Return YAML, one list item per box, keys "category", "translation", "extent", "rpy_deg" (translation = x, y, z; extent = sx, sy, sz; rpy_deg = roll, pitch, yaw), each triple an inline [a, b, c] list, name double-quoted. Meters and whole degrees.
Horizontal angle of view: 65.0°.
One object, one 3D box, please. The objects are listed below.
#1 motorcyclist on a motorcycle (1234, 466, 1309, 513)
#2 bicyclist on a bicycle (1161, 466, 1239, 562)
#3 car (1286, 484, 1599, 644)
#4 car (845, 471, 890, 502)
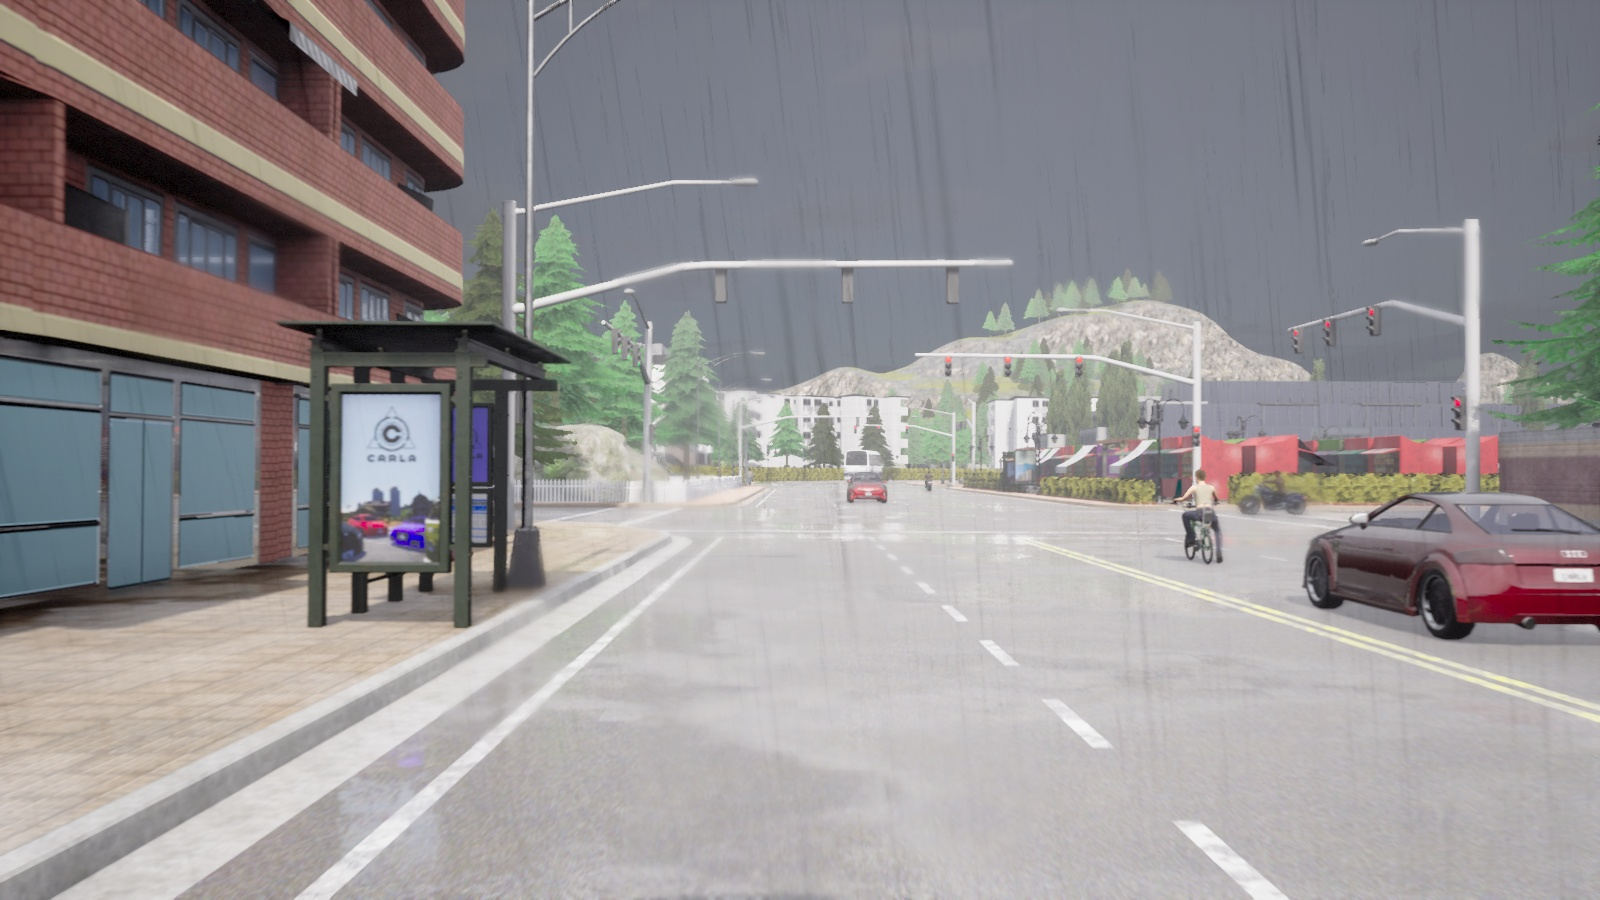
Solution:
- category: "motorcyclist on a motorcycle"
  translation: [16.730, 1.392, 44.596]
  extent: [2.350, 1.649, 0.766]
  rpy_deg: [-1, -1, -1]
- category: "bicyclist on a bicycle"
  translation: [6.940, 1.089, 21.864]
  extent: [0.866, 1.612, 1.509]
  rpy_deg: [0, -1, 0]
- category: "car"
  translation: [6.964, 1.074, 13.323]
  extent: [1.994, 1.385, 4.181]
  rpy_deg: [0, -1, 0]
- category: "car"
  translation: [3.340, 1.808, 63.314]
  extent: [2.007, 1.525, 4.514]
  rpy_deg: [0, -1, 0]
